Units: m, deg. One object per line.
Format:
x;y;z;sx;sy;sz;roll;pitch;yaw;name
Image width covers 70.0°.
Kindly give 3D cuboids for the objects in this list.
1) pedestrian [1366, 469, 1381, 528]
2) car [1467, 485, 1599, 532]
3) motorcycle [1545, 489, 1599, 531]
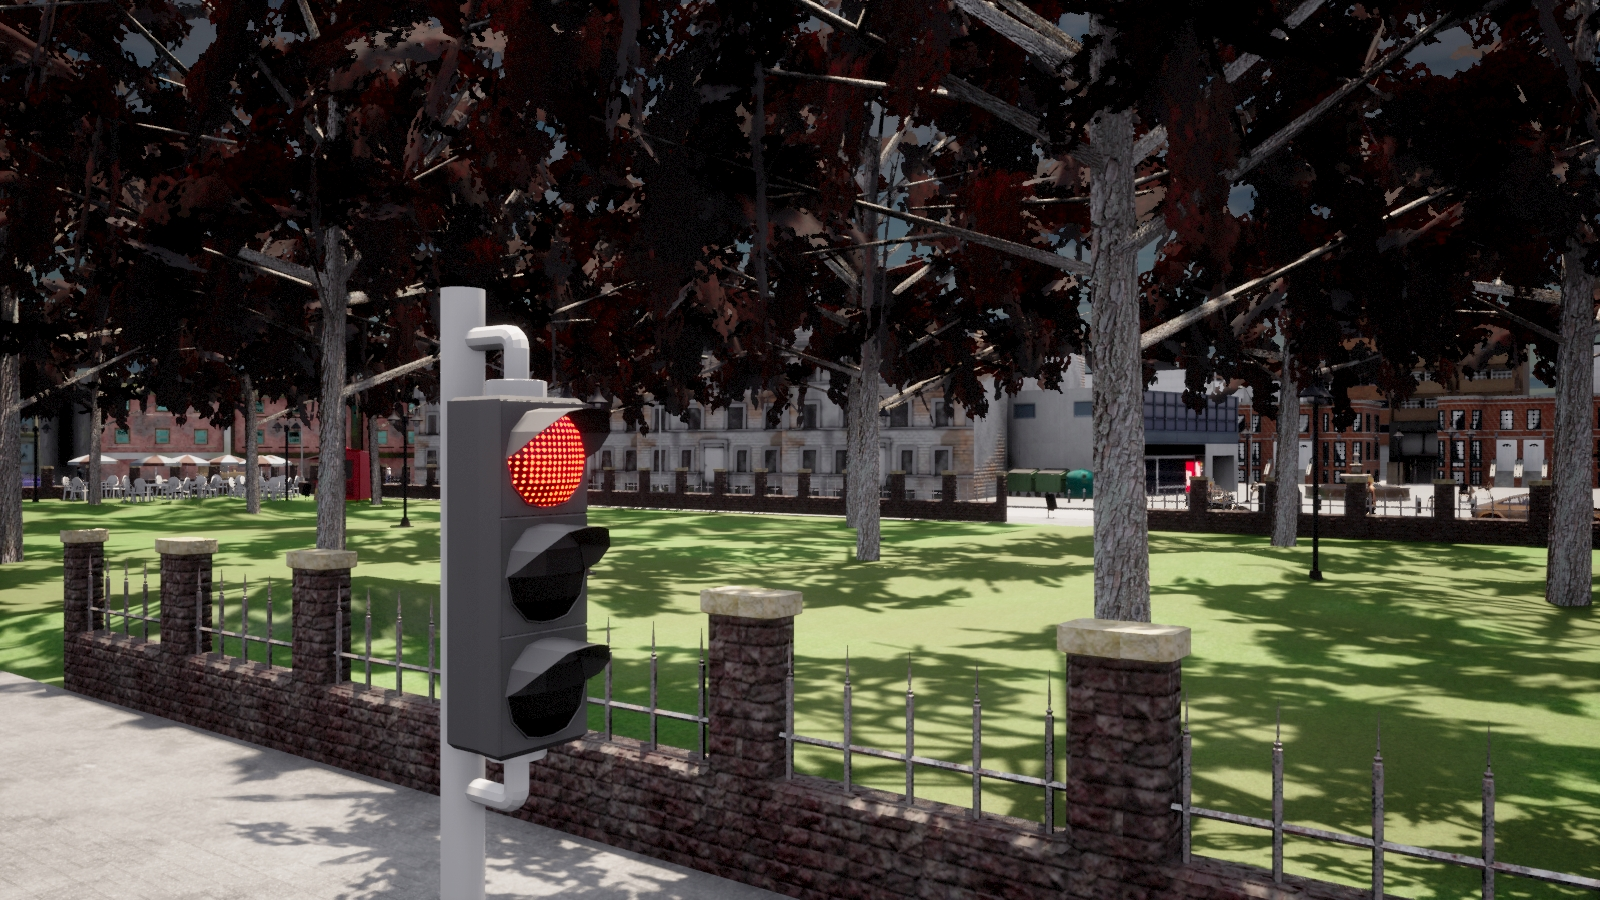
18.194;1.523;36.243;0.375;1.860;0.375;0;0;37;pedestrian
24.491;1.899;37.604;4.181;1.385;1.994;0;0;37;car
25.489;1.950;36.881;2.356;1.277;0.764;0;0;36;motorcycle
